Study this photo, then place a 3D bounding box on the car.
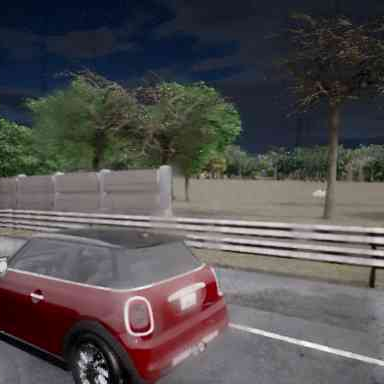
[{"bbox_3d":[-1.789,1.342,5.220,4.553,1.767,2.097,0,0,35],"label":"car"}]
